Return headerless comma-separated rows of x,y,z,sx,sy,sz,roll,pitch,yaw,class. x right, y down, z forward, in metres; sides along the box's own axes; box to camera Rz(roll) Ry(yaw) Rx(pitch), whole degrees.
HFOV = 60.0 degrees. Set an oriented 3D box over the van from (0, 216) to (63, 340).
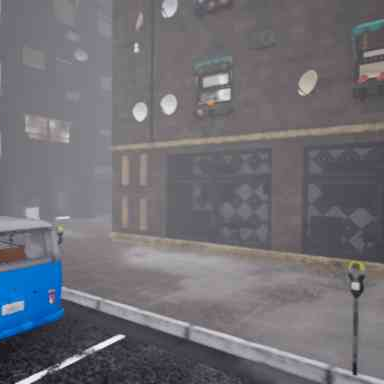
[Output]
-3.834,1.240,5.370,3.998,1.788,1.690,1,1,35,van
